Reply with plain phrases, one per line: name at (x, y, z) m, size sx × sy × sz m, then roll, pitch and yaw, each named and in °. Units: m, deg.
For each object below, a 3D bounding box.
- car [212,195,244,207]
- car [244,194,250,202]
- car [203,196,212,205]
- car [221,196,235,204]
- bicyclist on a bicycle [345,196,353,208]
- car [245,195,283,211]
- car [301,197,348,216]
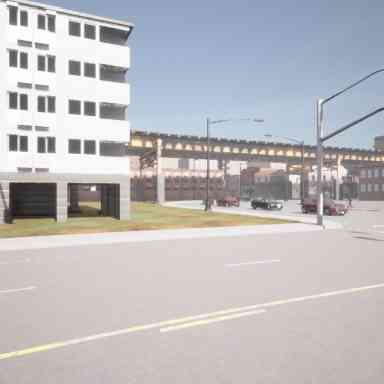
car at (5.367, 1.478, 50.095) m, size 1.882 × 1.535 × 5.008 m, roll 0°, pitch 0°, yaw -22°
car at (11.879, 1.525, 75.701) m, size 2.128 × 1.511 × 4.902 m, roll 0°, pitch 0°, yaw 41°
car at (2.916, 1.505, 59.907) m, size 1.837 × 1.490 × 4.892 m, roll 0°, pitch 0°, yaw -1°
car at (7.349, 1.491, 66.747) m, size 2.128 × 1.511 × 4.902 m, roll 0°, pitch 0°, yaw 14°
bicyclist on a bicycle at (20.436, 1.303, 43.310) m, size 1.656 × 1.620 × 0.582 m, roll 0°, pitch 0°, yaw -25°
car at (9.244, 1.491, 41.354) m, size 2.128 × 1.511 × 4.902 m, roll 0°, pitch 0°, yaw -25°
car at (13.110, 1.352, 33.080) m, size 2.097 × 1.767 × 4.553 m, roll 0°, pitch 0°, yaw -25°
